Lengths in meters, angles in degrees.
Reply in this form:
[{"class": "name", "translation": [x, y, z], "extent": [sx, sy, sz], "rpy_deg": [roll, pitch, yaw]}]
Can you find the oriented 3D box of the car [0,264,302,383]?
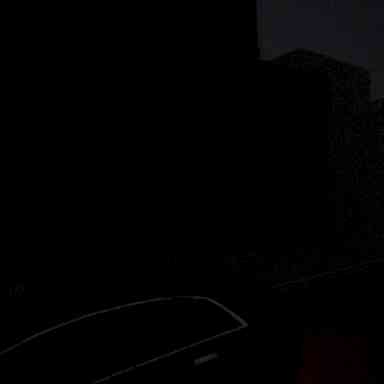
[{"class": "car", "translation": [-1.142, 1.503, 2.703], "extent": [4.892, 1.490, 1.837], "rpy_deg": [0, 0, -35]}]
